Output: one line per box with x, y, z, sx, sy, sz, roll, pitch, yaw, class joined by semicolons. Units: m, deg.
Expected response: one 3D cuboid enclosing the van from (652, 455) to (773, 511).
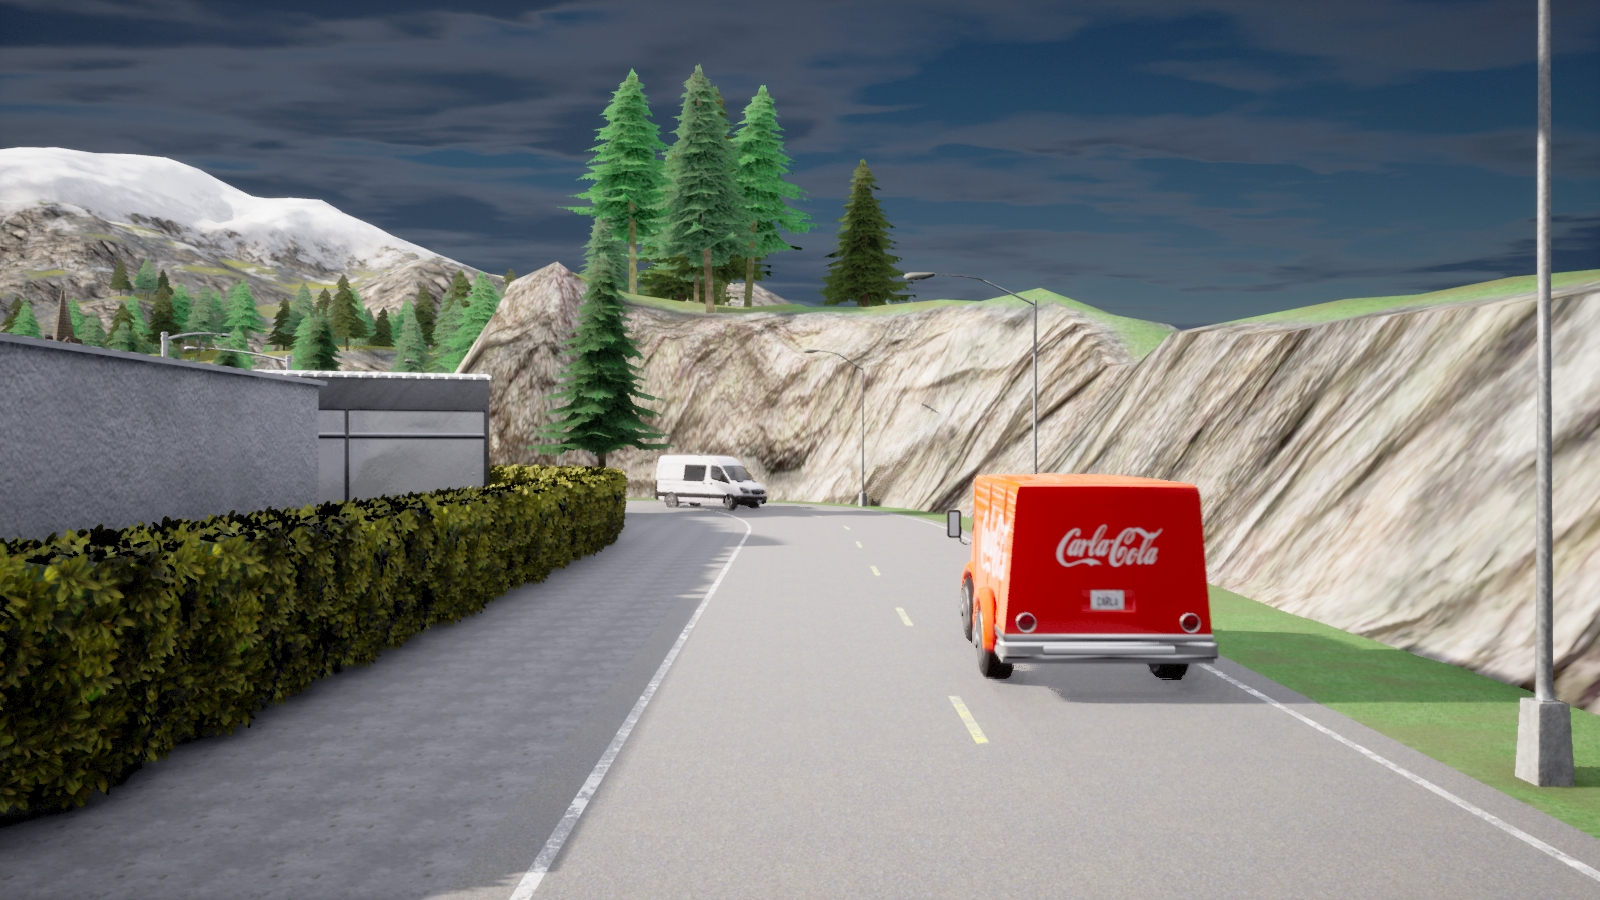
-4.239;1.533;54.827;5.915;2.561;1.988;0;-1;36;van

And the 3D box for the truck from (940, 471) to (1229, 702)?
3.477;1.564;15.288;2.627;2.467;5.204;0;0;1;truck
